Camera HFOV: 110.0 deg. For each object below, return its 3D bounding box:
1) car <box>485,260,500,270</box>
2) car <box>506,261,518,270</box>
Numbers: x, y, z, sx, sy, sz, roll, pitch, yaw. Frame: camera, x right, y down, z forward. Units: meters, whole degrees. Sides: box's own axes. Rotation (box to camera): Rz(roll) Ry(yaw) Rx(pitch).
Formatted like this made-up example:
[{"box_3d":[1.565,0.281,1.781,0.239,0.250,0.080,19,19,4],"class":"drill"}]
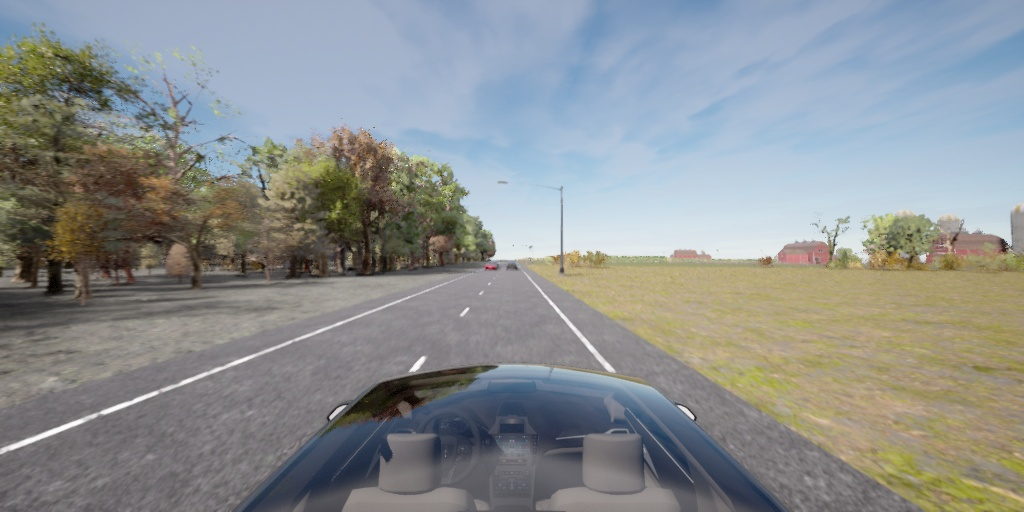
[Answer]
[{"box_3d":[-3.489,1.684,59.746,1.994,1.385,4.181,0,0,0],"class":"car"},{"box_3d":[0.011,1.625,59.746,1.837,1.490,4.892,0,0,0],"class":"car"}]
